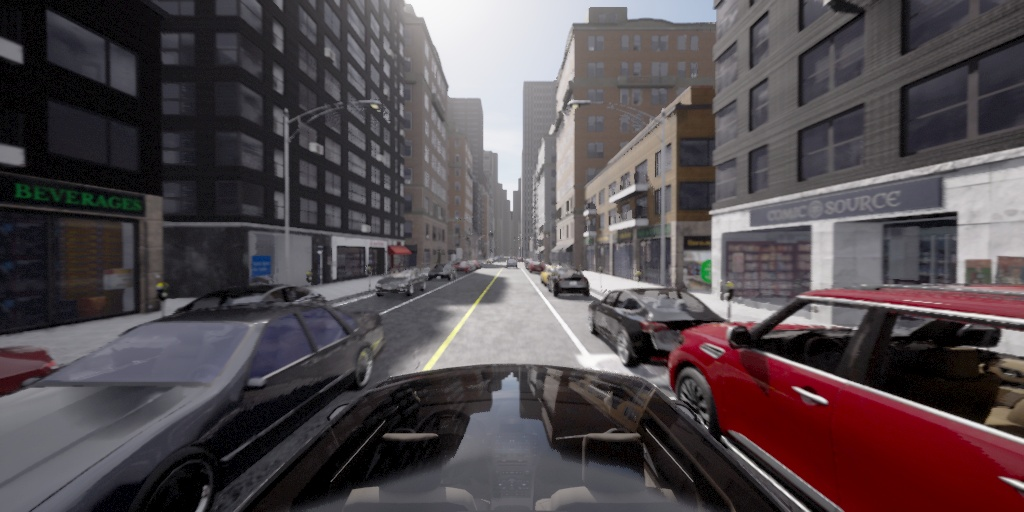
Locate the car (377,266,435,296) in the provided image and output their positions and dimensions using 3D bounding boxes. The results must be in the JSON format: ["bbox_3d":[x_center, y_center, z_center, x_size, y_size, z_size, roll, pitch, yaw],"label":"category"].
[{"bbox_3d":[-5.668,1.288,18.756,2.007,1.370,4.403,0,0,0],"label":"car"}]

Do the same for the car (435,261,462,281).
[{"bbox_3d":[-5.668,1.294,29.818,1.948,1.339,4.313,0,0,0],"label":"car"}]

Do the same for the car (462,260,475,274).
[{"bbox_3d":[-5.668,1.263,40.879,1.888,1.381,4.507,0,0,0],"label":"car"}]

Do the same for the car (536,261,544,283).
[{"bbox_3d":[2.857,1.258,24.469,1.751,1.417,4.829,0,0,0],"label":"car"}]

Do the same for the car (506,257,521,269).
[{"bbox_3d":[0.001,1.251,56.387,2.033,1.411,5.357,0,0,0],"label":"car"}]

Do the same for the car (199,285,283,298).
[{"bbox_3d":[-5.668,1.311,7.695,1.948,1.339,4.313,0,0,0],"label":"car"}]

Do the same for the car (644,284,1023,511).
[{"bbox_3d":[2.857,1.064,2.182,2.192,1.841,5.009,0,0,0],"label":"car"}]

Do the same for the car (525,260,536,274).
[{"bbox_3d":[2.857,1.263,40.888,1.888,1.381,4.507,0,0,0],"label":"car"}]

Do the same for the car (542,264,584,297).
[{"bbox_3d":[2.857,1.303,18.770,1.948,1.339,4.313,0,0,0],"label":"car"}]

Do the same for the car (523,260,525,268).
[{"bbox_3d":[2.857,1.263,46.417,2.007,1.370,4.403,0,0,0],"label":"car"}]

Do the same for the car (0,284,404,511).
[{"bbox_3d":[-3.089,1.294,4.035,2.033,1.411,5.357,0,0,0],"label":"car"}]

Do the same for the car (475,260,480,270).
[{"bbox_3d":[-5.668,1.263,46.410,2.007,1.370,4.403,0,0,0],"label":"car"}]

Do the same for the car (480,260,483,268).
[{"bbox_3d":[-5.668,1.252,51.941,1.888,1.381,4.507,0,0,0],"label":"car"}]

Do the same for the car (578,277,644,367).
[{"bbox_3d":[2.857,1.312,7.712,1.948,1.339,4.313,0,0,0],"label":"car"}]
